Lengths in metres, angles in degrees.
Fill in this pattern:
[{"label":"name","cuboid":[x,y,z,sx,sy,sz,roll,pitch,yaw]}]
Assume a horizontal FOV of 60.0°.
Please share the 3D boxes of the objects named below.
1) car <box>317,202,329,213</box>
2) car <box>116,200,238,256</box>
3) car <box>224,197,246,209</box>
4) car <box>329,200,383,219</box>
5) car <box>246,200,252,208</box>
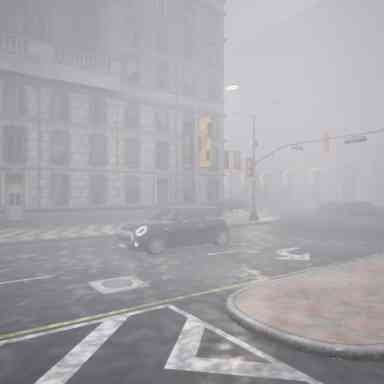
[{"label":"car","cuboid":[15.823,1.551,34.716,2.033,1.411,5.357,0,0,-36]},{"label":"car","cuboid":[-0.686,1.353,13.299,4.553,1.767,2.097,0,0,-35]},{"label":"car","cuboid":[4.680,1.567,44.260,1.994,1.385,4.181,0,0,-36]},{"label":"car","cuboid":[15.340,1.550,29.354,2.033,1.411,5.357,0,0,-36]},{"label":"car","cuboid":[6.433,1.495,47.830,2.128,1.511,4.902,0,0,-35]}]
